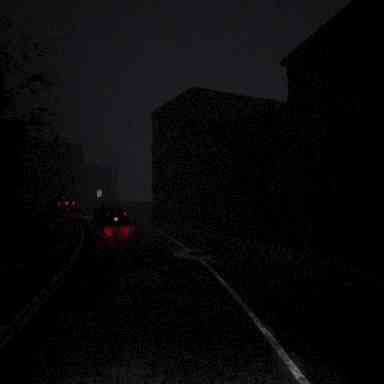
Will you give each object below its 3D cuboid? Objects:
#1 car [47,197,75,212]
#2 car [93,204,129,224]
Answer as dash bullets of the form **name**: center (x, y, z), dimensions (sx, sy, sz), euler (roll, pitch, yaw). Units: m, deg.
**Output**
- **car**: center (-15.134, 1.316, 38.416), dimensions (2.097, 1.767, 4.553), euler (0, 0, -37)
- **car**: center (-6.186, 1.570, 24.864), dimensions (1.895, 1.301, 4.718), euler (0, 0, -26)
